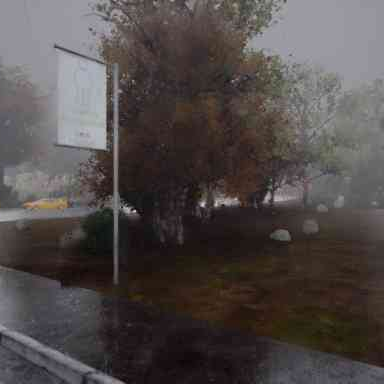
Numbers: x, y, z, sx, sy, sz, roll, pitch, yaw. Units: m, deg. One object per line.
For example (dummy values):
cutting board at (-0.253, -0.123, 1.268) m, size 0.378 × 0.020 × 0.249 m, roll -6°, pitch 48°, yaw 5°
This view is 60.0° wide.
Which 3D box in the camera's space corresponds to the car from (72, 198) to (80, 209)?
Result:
car at (-17.199, 1.487, 44.018) m, size 1.837 × 1.490 × 4.892 m, roll 0°, pitch 0°, yaw 38°

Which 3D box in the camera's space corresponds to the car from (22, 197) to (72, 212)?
car at (-17.024, 1.469, 38.613) m, size 1.882 × 1.535 × 5.008 m, roll 0°, pitch 0°, yaw 39°
